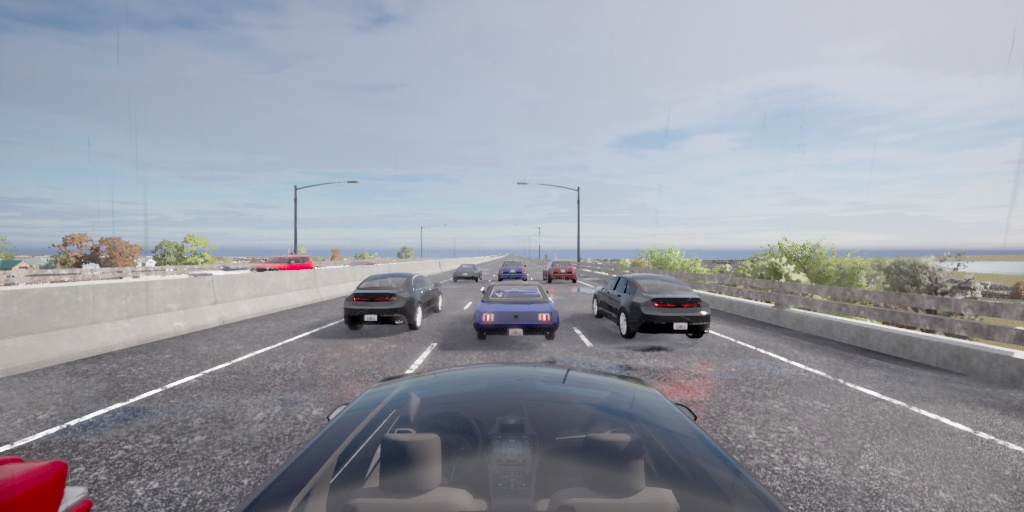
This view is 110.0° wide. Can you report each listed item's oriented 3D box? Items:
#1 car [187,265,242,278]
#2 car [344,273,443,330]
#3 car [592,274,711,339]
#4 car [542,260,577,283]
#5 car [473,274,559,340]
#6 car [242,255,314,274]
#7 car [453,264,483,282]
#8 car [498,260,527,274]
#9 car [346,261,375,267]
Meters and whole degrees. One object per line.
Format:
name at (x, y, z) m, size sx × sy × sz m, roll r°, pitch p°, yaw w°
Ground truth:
car at (-21.134, 1.340, 26.469) m, size 1.895 × 1.301 × 4.718 m, roll 0°, pitch 0°, yaw 0°
car at (-3.413, 1.251, 11.087) m, size 1.837 × 1.490 × 4.892 m, roll 0°, pitch 0°, yaw 0°
car at (3.588, 1.252, 10.067) m, size 1.837 × 1.490 × 4.892 m, roll 0°, pitch 0°, yaw 0°
car at (3.569, 1.091, 27.544) m, size 2.097 × 1.767 × 4.553 m, roll 0°, pitch 0°, yaw -1°
car at (0.089, 1.348, 9.911) m, size 1.895 × 1.301 × 4.718 m, roll 0°, pitch 0°, yaw 0°
car at (-17.636, 0.960, 27.841) m, size 2.150 × 2.045 × 5.566 m, roll 0°, pitch 0°, yaw 0°
car at (-3.437, 1.302, 28.366) m, size 1.994 × 1.385 × 4.181 m, roll 0°, pitch 0°, yaw 0°
car at (0.062, 1.091, 27.539) m, size 2.097 × 1.767 × 4.553 m, roll 0°, pitch 0°, yaw 0°
car at (-14.142, 1.214, 33.336) m, size 1.882 × 1.535 × 5.008 m, roll 0°, pitch 0°, yaw 0°
